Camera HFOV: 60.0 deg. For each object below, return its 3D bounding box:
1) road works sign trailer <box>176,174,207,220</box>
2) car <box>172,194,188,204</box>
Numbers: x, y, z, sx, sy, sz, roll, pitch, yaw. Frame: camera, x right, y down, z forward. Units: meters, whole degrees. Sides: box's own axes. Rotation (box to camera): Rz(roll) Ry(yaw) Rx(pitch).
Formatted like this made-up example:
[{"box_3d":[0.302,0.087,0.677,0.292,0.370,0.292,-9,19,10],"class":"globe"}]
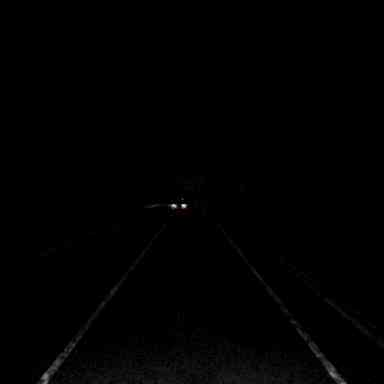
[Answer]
[{"box_3d":[-0.005,0.344,26.373,2.380,3.560,2.880,0,0,0],"class":"road works sign trailer"},{"box_3d":[-2.010,1.092,54.755,2.097,1.767,4.553,0,0,7],"class":"car"}]
